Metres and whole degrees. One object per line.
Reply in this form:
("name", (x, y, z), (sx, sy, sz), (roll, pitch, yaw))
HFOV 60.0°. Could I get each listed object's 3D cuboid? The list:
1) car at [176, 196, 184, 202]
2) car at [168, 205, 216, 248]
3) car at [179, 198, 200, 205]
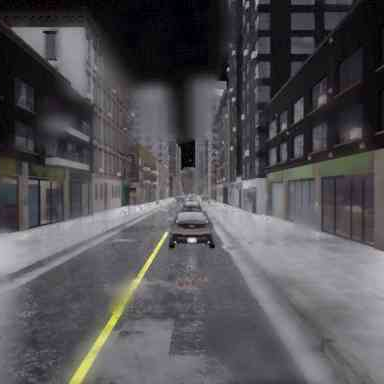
("car", (-2.749, 1.593, 75.901), (1.895, 1.301, 4.718), (0, 0, 0))
("car", (0.000, 1.518, 14.651), (1.837, 1.490, 4.892), (0, 0, 0))
("car", (0.000, 1.522, 29.651), (1.837, 1.490, 4.892), (0, 0, 0))
